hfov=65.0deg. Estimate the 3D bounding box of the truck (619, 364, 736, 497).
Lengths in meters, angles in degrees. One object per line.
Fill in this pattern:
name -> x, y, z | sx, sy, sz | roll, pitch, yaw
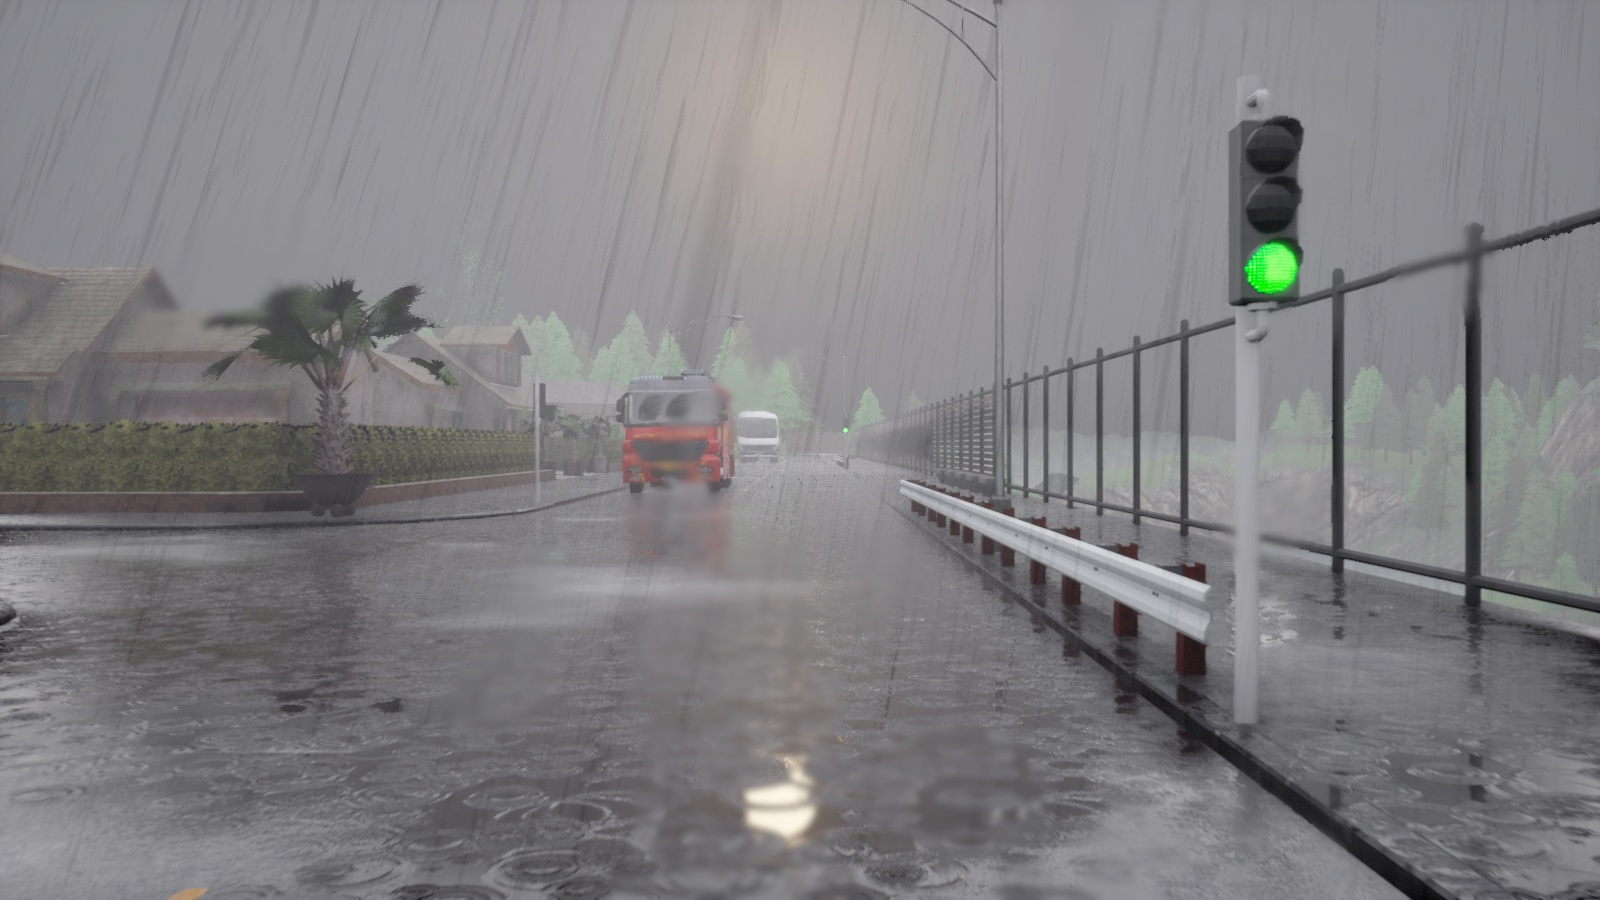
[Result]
truck -> -3.753, -0.584, 40.556 | 2.891, 3.827, 8.468 | 0, 0, 0
